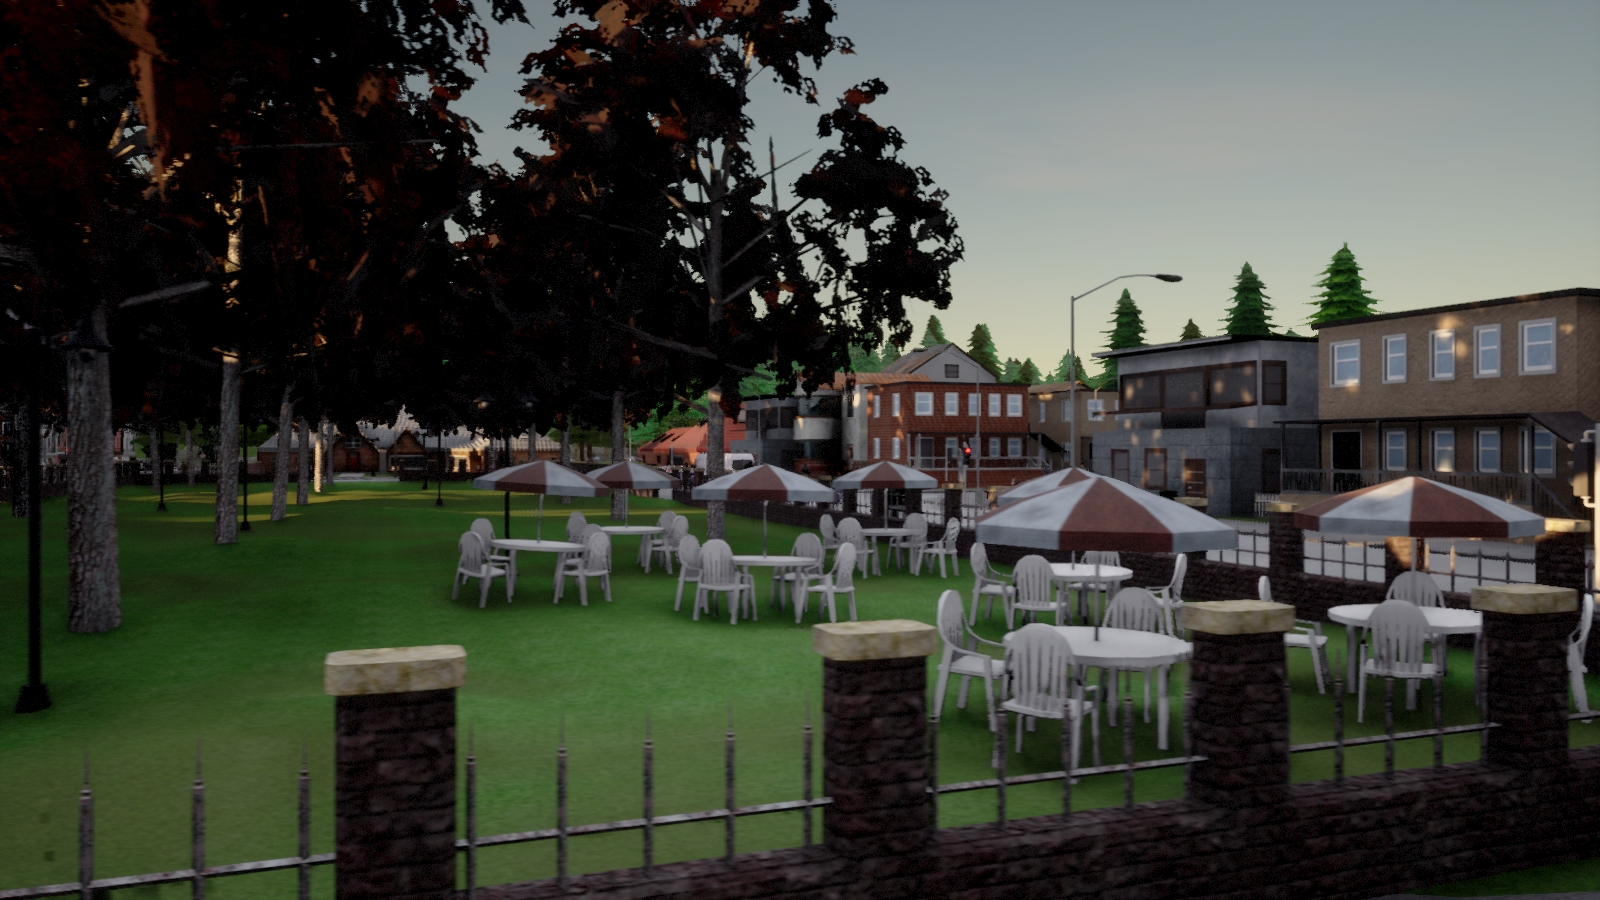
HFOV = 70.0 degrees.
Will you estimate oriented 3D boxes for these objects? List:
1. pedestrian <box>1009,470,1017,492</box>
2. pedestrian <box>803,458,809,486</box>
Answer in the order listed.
[{"bbox_3d":[12.616,1.822,67.646,0.375,1.300,0.375,0,0,3],"label":"pedestrian"},{"bbox_3d":[0.430,1.517,78.861,0.375,1.860,0.375,0,0,13],"label":"pedestrian"}]
